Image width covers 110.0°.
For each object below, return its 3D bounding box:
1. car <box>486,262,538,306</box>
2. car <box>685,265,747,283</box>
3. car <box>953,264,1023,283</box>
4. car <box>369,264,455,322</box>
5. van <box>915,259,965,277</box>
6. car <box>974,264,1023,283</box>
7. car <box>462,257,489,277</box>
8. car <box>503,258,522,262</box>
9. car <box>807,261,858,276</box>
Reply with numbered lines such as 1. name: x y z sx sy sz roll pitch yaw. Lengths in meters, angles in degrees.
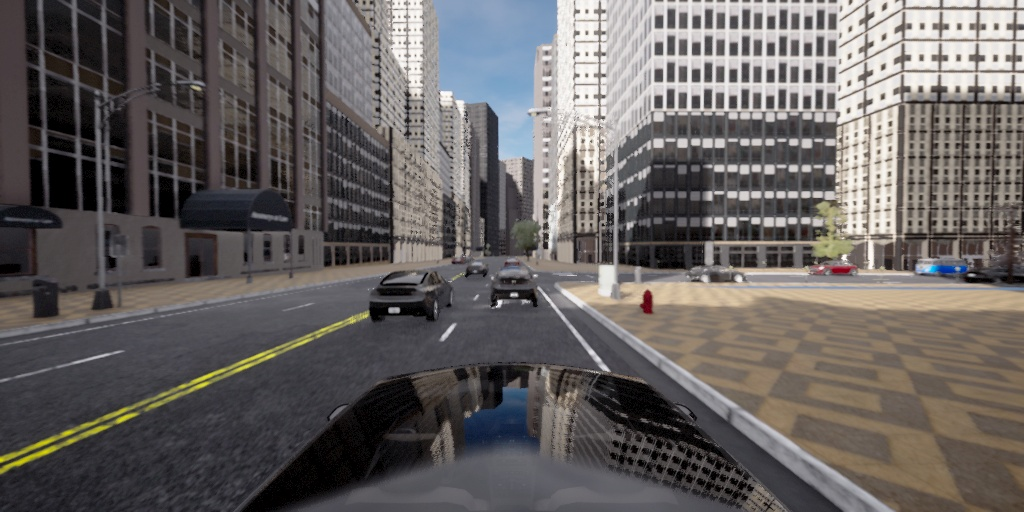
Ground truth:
1. car: 0.077 1.173 15.356 1.837 1.490 4.892 0 0 0
2. car: 15.878 1.387 27.967 4.403 1.370 2.007 0 0 -1
3. car: 38.442 1.569 28.408 4.313 1.339 1.948 0 0 -1
4. car: -3.168 1.202 12.059 1.837 1.490 4.892 0 0 0
5. van: 43.976 1.200 36.865 3.998 1.789 1.690 0 0 -1
6. car: 43.958 1.477 31.116 4.902 1.511 2.128 0 1 0
7. car: -3.188 1.120 33.165 1.812 1.442 4.674 0 1 0
8. car: 0.055 0.976 40.891 1.882 1.535 5.008 0 0 0
9. car: 32.694 1.215 36.708 4.097 1.591 1.967 0 0 -1
